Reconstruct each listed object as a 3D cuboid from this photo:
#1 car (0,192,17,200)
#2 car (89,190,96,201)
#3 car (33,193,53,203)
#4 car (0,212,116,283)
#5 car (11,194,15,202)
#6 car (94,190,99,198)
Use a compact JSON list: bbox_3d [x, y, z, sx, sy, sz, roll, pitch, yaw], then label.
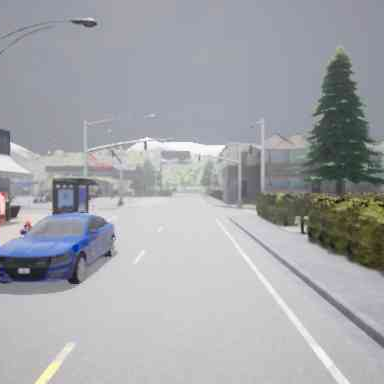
[{"bbox_3d":[-38.246,0.823,68.424,2.007,1.523,4.514,0,1,0],"label":"car"},{"bbox_3d":[-18.835,0.929,57.725,2.007,1.523,4.514,0,1,0],"label":"car"},{"bbox_3d":[-22.489,0.931,50.671,1.970,1.475,3.806,0,1,0],"label":"car"},{"bbox_3d":[-3.549,1.384,9.552,1.882,1.535,5.008,0,0,0],"label":"car"},{"bbox_3d":[-28.906,0.855,50.339,2.152,1.636,5.027,0,1,0],"label":"car"},{"bbox_3d":[-22.511,0.535,75.596,1.905,1.878,3.866,0,1,0],"label":"car"}]
